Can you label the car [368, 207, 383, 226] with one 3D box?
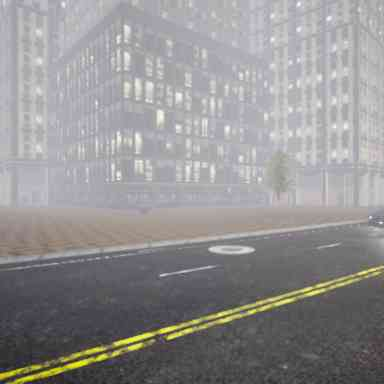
[{"bbox_3d":[14.050,1.564,22.804,5.357,1.411,2.033,0,0,-39],"label":"car"}]
